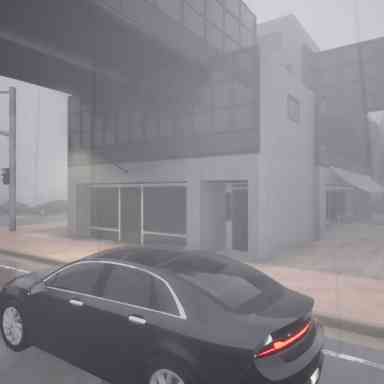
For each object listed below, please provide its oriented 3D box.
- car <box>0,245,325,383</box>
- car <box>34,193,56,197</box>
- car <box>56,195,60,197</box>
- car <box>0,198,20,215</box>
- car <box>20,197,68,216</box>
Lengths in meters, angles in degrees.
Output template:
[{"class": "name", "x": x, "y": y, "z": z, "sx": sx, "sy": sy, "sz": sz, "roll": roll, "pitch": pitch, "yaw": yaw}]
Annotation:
[{"class": "car", "x": -0.809, "y": 1.505, "z": 4.569, "sx": 4.892, "sy": 1.490, "sz": 1.837, "roll": 0, "pitch": 0, "yaw": 36}, {"class": "car", "x": -31.249, "y": 1.153, "z": 69.870, "sx": 4.605, "sy": 1.855, "sz": 1.932, "roll": 0, "pitch": 0, "yaw": 35}, {"class": "car", "x": -29.522, "y": 1.364, "z": 72.196, "sx": 3.905, "sy": 1.438, "sz": 1.784, "roll": 0, "pitch": 0, "yaw": 35}, {"class": "car", "x": -18.377, "y": 1.564, "z": 33.151, "sx": 1.994, "sy": 1.385, "sz": 4.181, "roll": 0, "pitch": 0, "yaw": 36}, {"class": "car", "x": -14.000, "y": 1.505, "z": 33.205, "sx": 1.837, "sy": 1.490, "sz": 4.892, "roll": 0, "pitch": 0, "yaw": 36}]
